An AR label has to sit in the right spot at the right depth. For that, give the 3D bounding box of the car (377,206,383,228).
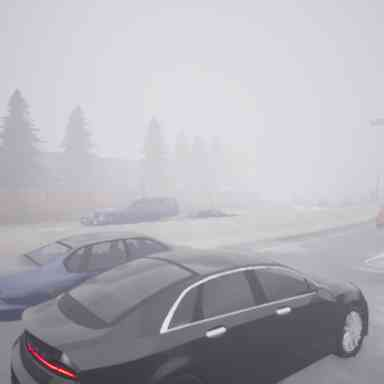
[{"bbox_3d":[13.550,1.363,21.484,2.097,1.767,4.553,0,0,41],"label":"car"}]

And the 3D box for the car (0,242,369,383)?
[{"bbox_3d":[0.443,1.515,4.312,4.892,1.490,1.837,0,0,-37],"label":"car"}]

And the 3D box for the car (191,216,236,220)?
[{"bbox_3d":[0.381,1.592,18.101,5.357,1.411,2.033,0,0,-42],"label":"car"}]

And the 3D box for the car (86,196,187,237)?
[{"bbox_3d":[-3.124,1.281,19.676,5.566,2.045,2.150,0,0,-42],"label":"car"}]

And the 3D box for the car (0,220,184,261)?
[{"bbox_3d":[-1.565,1.571,7.091,5.357,1.411,2.033,0,0,-38],"label":"car"}]
